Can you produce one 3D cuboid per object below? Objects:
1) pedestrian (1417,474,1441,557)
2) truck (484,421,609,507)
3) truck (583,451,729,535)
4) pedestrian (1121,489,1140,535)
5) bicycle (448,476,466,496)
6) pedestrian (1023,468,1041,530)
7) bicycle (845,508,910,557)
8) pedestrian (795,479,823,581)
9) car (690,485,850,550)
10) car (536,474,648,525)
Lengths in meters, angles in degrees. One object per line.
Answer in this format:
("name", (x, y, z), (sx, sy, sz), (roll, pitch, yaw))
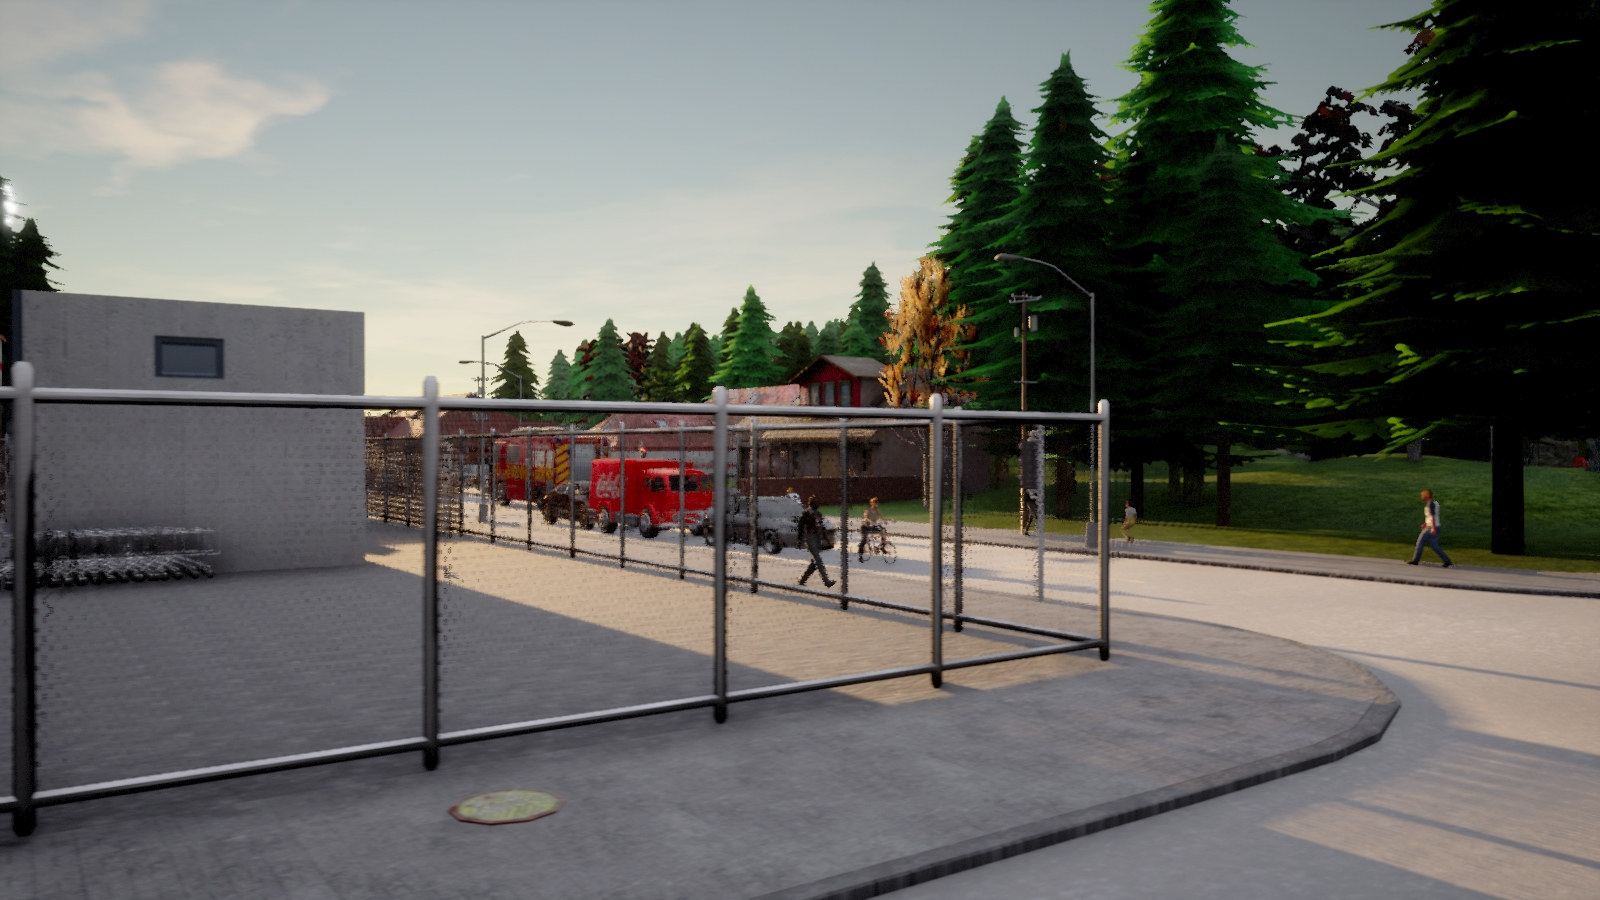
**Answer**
("pedestrian", (14.231, 1.473, 25.844), (0.375, 1.860, 0.375), (0, 0, -40))
("truck", (-12.425, 0.629, 55.315), (2.891, 3.827, 8.468), (0, 0, -35))
("truck", (-4.802, 1.304, 37.459), (2.627, 2.467, 5.204), (0, 1, -35))
("pedestrian", (9.398, 1.754, 32.464), (0.375, 1.300, 0.375), (0, 0, -34))
("bicycle", (-19.208, 1.995, 63.950), (0.859, 1.080, 1.487), (0, 0, -19))
("pedestrian", (7.030, 1.474, 34.609), (0.375, 1.860, 0.375), (0, 0, -41))
("bicycle", (1.881, 2.001, 27.886), (0.859, 1.080, 1.487), (0, 0, -35))
("pedestrian", (0.172, 1.490, 21.431), (0.375, 1.860, 0.375), (0, 0, -42))
("car", (-0.920, 1.808, 31.888), (2.163, 1.488, 4.792), (0, 0, -35))
("car", (-7.647, 1.740, 41.614), (2.152, 1.651, 5.027), (0, 0, -34))
